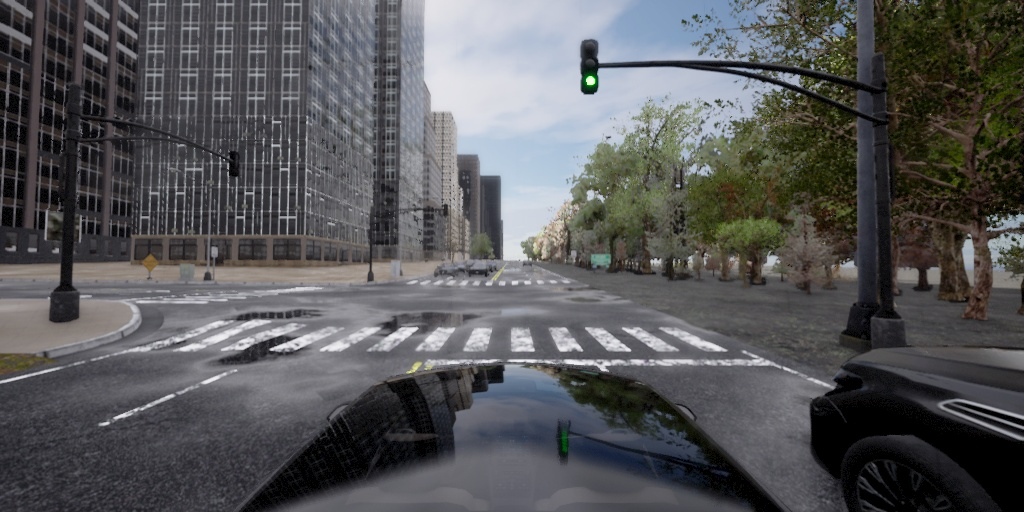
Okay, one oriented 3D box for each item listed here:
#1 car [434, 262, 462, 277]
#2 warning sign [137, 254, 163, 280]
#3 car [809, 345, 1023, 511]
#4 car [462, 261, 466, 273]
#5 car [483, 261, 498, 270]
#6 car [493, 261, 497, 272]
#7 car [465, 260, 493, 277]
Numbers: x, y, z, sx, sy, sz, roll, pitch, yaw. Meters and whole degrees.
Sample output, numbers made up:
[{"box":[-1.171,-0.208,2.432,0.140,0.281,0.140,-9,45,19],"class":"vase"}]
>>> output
[{"box":[-6.584,1.422,36.350,1.994,1.385,4.181,0,0,0],"class":"car"},{"box":[-26.153,0.794,25.861,1.060,1.860,1.300,0,0,-4],"class":"warning sign"},{"box":[3.360,0.960,0.351,2.150,2.045,5.566,0,0,0],"class":"car"},{"box":[-6.584,1.435,45.585,2.033,1.411,5.357,0,0,0],"class":"car"},{"box":[-3.328,1.469,56.685,2.033,1.411,5.357,0,0,-1],"class":"car"},{"box":[-3.336,1.491,46.396,1.895,1.301,4.718,0,0,0],"class":"car"},{"box":[-3.334,1.338,37.056,1.882,1.535,5.008,0,0,0],"class":"car"}]
